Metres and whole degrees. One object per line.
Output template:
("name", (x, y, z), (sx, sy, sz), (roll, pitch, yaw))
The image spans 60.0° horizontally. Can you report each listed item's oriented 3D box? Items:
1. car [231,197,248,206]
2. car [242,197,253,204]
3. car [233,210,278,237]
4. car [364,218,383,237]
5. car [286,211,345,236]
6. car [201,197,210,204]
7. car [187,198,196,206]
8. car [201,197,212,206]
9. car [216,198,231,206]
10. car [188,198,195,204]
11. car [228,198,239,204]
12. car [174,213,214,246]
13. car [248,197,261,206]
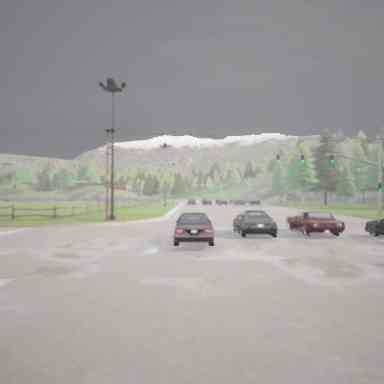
("car", (10.420, 2.256, 73.525), (2.033, 1.411, 5.357), (0, -1, 0))
("car", (13.908, 2.117, 84.042), (2.097, 1.767, 4.553), (0, -1, 0))
("car", (3.578, 1.754, 19.381), (1.994, 1.385, 4.181), (0, -1, 0))
("car", (10.583, 1.707, 16.187), (2.033, 1.411, 5.357), (0, -1, 0))
("car", (7.077, 1.793, 19.621), (1.895, 1.301, 4.718), (0, -1, 0))
("car", (3.408, 2.121, 84.032), (2.097, 1.767, 4.553), (0, -1, 0))
("car", (-0.081, 2.241, 73.655), (2.128, 1.511, 4.902), (0, -1, 0))
("car", (3.420, 2.194, 73.580), (1.882, 1.535, 5.008), (0, -1, 0))
("car", (6.919, 2.244, 73.927), (1.812, 1.442, 4.674), (0, -1, 0))
("car", (-0.092, 2.265, 84.056), (1.837, 1.490, 4.892), (0, -1, 0))
("car", (10.408, 2.301, 84.066), (2.033, 1.411, 5.357), (0, -1, 0))
("car", (0.084, 1.706, 16.217), (2.033, 1.411, 5.357), (0, -1, 0))
("car", (13.919, 2.197, 73.800), (1.882, 1.535, 5.008), (0, -1, 0))
